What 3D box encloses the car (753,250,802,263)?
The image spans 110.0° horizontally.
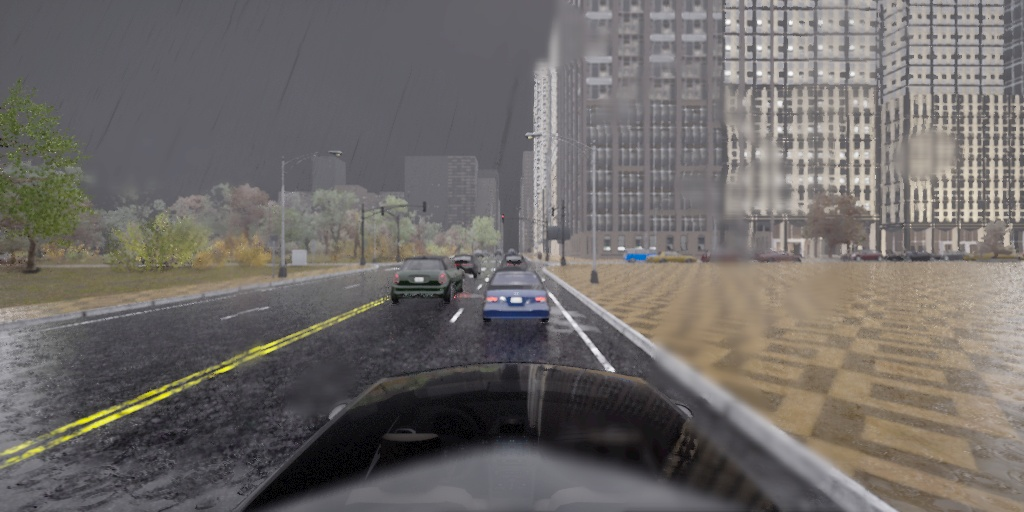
[{"bbox_3d":[27.328,0.128,36.873,4.207,1.307,1.802,0,0,-1],"label":"car"}]

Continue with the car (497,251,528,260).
[{"bbox_3d":[0.105,0.625,24.822,1.837,1.490,4.892,0,1,-1],"label":"car"}]

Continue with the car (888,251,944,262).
[{"bbox_3d":[47.408,0.126,42.429,4.718,1.301,1.895,0,0,-1],"label":"car"}]

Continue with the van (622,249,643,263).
[{"bbox_3d":[15.951,-0.034,44.764,3.998,1.789,1.690,0,0,-1],"label":"van"}]

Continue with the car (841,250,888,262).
[{"bbox_3d":[43.918,-0.077,45.097,4.097,1.591,1.967,0,0,-1],"label":"car"}]

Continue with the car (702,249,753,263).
[{"bbox_3d":[21.744,0.015,36.806,4.097,1.591,1.967,0,0,-1],"label":"car"}]

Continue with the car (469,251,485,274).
[{"bbox_3d":[-3.147,0.635,24.420,1.837,1.490,4.892,0,1,0],"label":"car"}]

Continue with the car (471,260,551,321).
[{"bbox_3d":[0.102,1.034,11.130,2.033,1.411,5.357,0,2,0],"label":"car"}]

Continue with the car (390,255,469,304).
[{"bbox_3d":[-3.147,0.754,14.246,2.097,1.767,4.553,0,2,0],"label":"car"}]

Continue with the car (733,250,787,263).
[{"bbox_3d":[29.157,0.041,42.303,4.902,1.511,2.128,0,0,-1],"label":"car"}]

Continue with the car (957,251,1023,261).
[{"bbox_3d":[49.834,-0.037,37.129,4.829,1.417,1.751,0,0,-1],"label":"car"}]

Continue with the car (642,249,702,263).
[{"bbox_3d":[16.330,0.130,36.742,4.829,1.417,1.751,0,0,-1],"label":"car"}]

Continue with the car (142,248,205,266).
[{"bbox_3d":[-36.260,0.139,38.460,5.566,2.045,2.150,0,0,0],"label":"car"}]
